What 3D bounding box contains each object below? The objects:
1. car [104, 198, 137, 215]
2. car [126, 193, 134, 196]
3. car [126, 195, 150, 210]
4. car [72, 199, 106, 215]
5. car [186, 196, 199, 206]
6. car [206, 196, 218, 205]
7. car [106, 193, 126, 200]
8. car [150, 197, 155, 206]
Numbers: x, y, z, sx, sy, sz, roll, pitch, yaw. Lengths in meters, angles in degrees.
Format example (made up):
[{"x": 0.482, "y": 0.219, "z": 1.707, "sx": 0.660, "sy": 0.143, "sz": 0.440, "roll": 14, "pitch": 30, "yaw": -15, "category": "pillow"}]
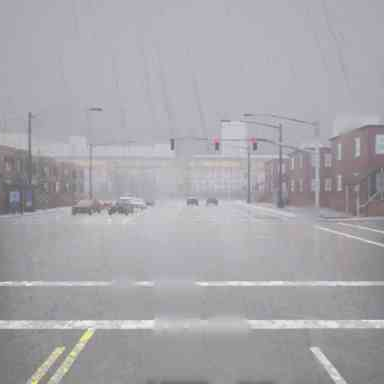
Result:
[{"x": -7.109, "y": 1.601, "z": 33.628, "sx": 1.895, "sy": 1.301, "sz": 4.718, "roll": 0, "pitch": 0, "yaw": 0, "category": "car"}, {"x": -10.604, "y": 1.222, "z": 54.577, "sx": 2.150, "sy": 2.045, "sz": 5.566, "roll": 0, "pitch": 0, "yaw": -1, "category": "car"}, {"x": -7.104, "y": 1.526, "z": 43.626, "sx": 1.812, "sy": 1.442, "sz": 4.674, "roll": 0, "pitch": 0, "yaw": 0, "category": "car"}, {"x": -10.611, "y": 1.478, "z": 33.853, "sx": 1.882, "sy": 1.535, "sz": 5.008, "roll": 0, "pitch": 0, "yaw": 0, "category": "car"}, {"x": 0.081, "y": 1.477, "z": 56.335, "sx": 1.882, "sy": 1.535, "sz": 5.008, "roll": 0, "pitch": 0, "yaw": 0, "category": "car"}, {"x": 3.477, "y": 1.505, "z": 58.450, "sx": 1.837, "sy": 1.490, "sz": 4.892, "roll": 0, "pitch": 0, "yaw": 0, "category": "car"}, {"x": -10.609, "y": 1.352, "z": 44.019, "sx": 2.097, "sy": 1.767, "sz": 4.553, "roll": 0, "pitch": 0, "yaw": 0, "category": "car"}, {"x": -7.098, "y": 1.547, "z": 53.908, "sx": 2.033, "sy": 1.411, "sz": 5.357, "roll": 0, "pitch": 0, "yaw": 1, "category": "car"}]
